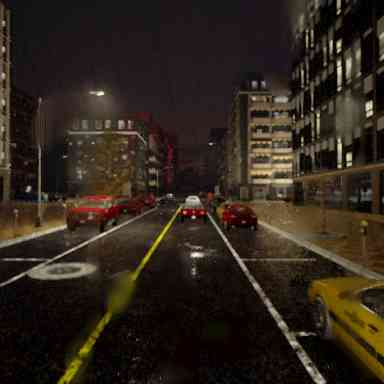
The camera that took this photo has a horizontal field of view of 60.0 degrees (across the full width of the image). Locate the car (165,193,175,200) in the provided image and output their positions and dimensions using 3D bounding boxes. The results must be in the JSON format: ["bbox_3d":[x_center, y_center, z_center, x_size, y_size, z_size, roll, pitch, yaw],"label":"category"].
[{"bbox_3d":[-2.973,1.006,41.721,1.895,1.301,4.718,0,0,0],"label":"car"}]

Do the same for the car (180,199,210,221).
[{"bbox_3d":[0.117,1.453,25.201,1.895,1.301,4.718,0,0,0],"label":"car"}]

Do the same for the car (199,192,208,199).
[{"bbox_3d":[2.885,0.824,85.251,2.192,1.841,5.009,1,0,0],"label":"car"}]

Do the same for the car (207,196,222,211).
[{"bbox_3d":[2.723,1.387,30.604,1.947,1.339,4.313,1,0,0],"label":"car"}]

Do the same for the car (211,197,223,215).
[{"bbox_3d":[2.721,1.377,25.334,1.752,1.417,4.829,1,0,0],"label":"car"}]

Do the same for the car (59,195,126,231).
[{"bbox_3d":[-5.660,1.199,19.697,2.192,1.841,5.009,1,0,0],"label":"car"}]

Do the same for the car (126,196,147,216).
[{"bbox_3d":[-5.657,1.366,30.590,1.887,1.381,4.507,1,0,0],"label":"car"}]

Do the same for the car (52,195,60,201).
[{"bbox_3d":[-26.221,1.199,64.148,4.313,1.339,1.947,0,-1,0],"label":"car"}]

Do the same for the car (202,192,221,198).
[{"bbox_3d":[2.808,1.073,41.477,2.192,1.841,5.009,1,0,0],"label":"car"}]

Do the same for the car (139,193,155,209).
[{"bbox_3d":[-5.719,1.074,41.477,2.192,1.841,5.009,1,0,0],"label":"car"}]

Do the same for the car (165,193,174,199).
[{"bbox_3d":[-5.743,1.060,85.193,2.008,1.369,4.403,1,0,0],"label":"car"}]

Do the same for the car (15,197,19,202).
[{"bbox_3d":[-31.852,1.199,64.139,4.206,1.307,1.802,0,-1,0],"label":"car"}]

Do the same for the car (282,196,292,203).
[{"bbox_3d":[17.319,1.243,55.830,4.206,1.307,1.802,0,-1,0],"label":"car"}]

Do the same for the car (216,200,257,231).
[{"bbox_3d":[2.716,1.429,19.724,1.887,1.381,4.507,1,0,0],"label":"car"}]

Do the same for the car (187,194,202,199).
[{"bbox_3d":[0.126,1.283,41.636,1.812,1.442,4.674,0,0,0],"label":"car"}]

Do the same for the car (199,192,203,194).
[{"bbox_3d":[2.890,0.856,79.551,2.192,1.841,5.009,1,0,0],"label":"car"}]

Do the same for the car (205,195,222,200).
[{"bbox_3d":[2.727,1.355,36.043,1.947,1.339,4.313,1,0,0],"label":"car"}]

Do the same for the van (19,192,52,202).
[{"bbox_3d":[-26.208,0.867,55.771,3.998,1.788,1.690,0,-1,0],"label":"van"}]

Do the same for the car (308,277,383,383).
[{"bbox_3d":[2.706,1.504,3.575,1.752,1.417,4.829,1,0,0],"label":"car"}]
